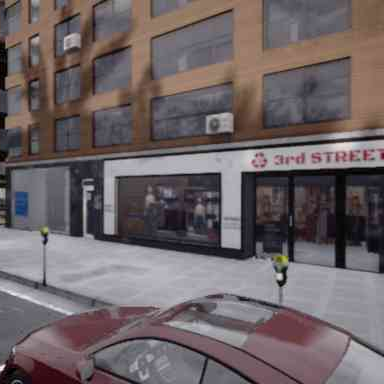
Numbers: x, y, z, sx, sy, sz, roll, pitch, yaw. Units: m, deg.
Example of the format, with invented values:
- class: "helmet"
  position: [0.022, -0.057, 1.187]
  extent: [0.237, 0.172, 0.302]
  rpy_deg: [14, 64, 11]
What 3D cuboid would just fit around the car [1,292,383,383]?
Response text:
- class: "car"
  position: [0.086, 1.574, 2.788]
  extent: [4.206, 1.307, 1.802]
  rpy_deg: [0, 0, 36]
